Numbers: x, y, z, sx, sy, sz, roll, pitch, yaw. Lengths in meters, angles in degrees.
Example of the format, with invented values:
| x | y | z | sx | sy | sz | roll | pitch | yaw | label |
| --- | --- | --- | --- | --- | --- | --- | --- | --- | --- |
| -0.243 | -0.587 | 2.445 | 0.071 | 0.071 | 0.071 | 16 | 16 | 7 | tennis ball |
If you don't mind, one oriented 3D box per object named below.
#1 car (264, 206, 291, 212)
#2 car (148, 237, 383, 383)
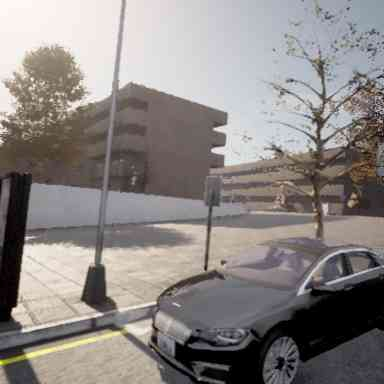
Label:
| x | y | z | sx | sy | sz | roll | pitch | yaw | label |
| --- | --- | --- | --- | --- | --- | --- | --- | --- | --- |
| 14.552 | 3.079 | 56.760 | 2.033 | 1.411 | 5.357 | 6 | -5 | -24 | car |
| 1.685 | 1.545 | 5.330 | 4.902 | 1.511 | 2.128 | 1 | -1 | -36 | car |
